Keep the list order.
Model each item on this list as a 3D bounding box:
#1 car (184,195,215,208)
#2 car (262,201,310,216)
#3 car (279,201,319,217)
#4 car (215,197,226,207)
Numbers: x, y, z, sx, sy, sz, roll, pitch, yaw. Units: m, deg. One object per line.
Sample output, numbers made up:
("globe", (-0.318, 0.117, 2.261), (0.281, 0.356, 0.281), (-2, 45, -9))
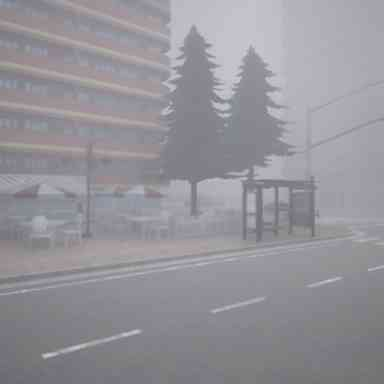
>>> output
("car", (0.889, 1.533, 55.927), (2.150, 2.045, 5.566), (0, 0, -36))
("car", (10.322, 1.764, 36.841), (2.128, 1.511, 4.902), (0, 0, -36))
("car", (9.688, 1.752, 31.743), (1.837, 1.490, 4.892), (0, -1, -36))
("car", (3.755, 1.687, 57.935), (2.097, 1.767, 4.553), (0, 0, -36))
